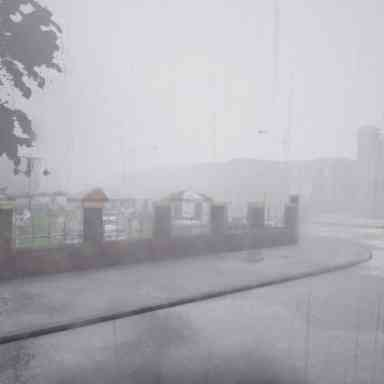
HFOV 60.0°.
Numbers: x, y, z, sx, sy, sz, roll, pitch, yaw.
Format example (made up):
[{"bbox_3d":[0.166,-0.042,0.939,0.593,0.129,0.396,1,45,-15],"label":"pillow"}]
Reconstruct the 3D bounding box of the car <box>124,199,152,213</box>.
[{"bbox_3d":[-6.752,1.593,40.822,2.097,1.767,4.553,1,0,-35],"label":"car"}]
